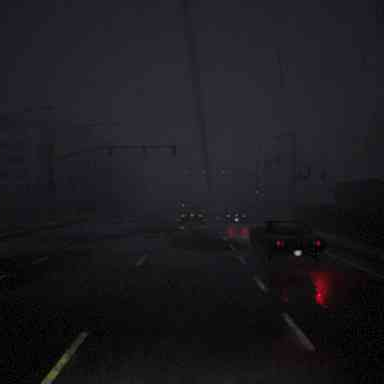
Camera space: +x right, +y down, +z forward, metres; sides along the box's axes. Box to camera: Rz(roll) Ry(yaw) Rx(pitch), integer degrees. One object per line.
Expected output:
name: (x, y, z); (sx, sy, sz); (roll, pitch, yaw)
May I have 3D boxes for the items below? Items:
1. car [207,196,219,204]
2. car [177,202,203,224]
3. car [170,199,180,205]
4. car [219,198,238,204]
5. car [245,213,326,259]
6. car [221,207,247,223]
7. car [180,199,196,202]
car: (5.894, 2.196, 87.406); (2.150, 2.045, 5.566); (0, -1, 31)
car: (-0.054, 1.854, 27.483); (2.033, 1.411, 5.357); (0, -1, -1)
car: (-3.663, 2.470, 83.807); (2.033, 1.411, 5.357); (0, -1, 22)
car: (9.525, 2.486, 86.595); (1.812, 1.442, 4.674); (0, -1, 34)
car: (3.511, 1.749, 13.208); (1.895, 1.301, 4.718); (0, -1, 0)
car: (3.515, 1.916, 28.208); (1.895, 1.301, 4.718); (0, -1, 1)
car: (-0.696, 2.503, 81.701); (1.895, 1.301, 4.718); (0, -1, 18)
